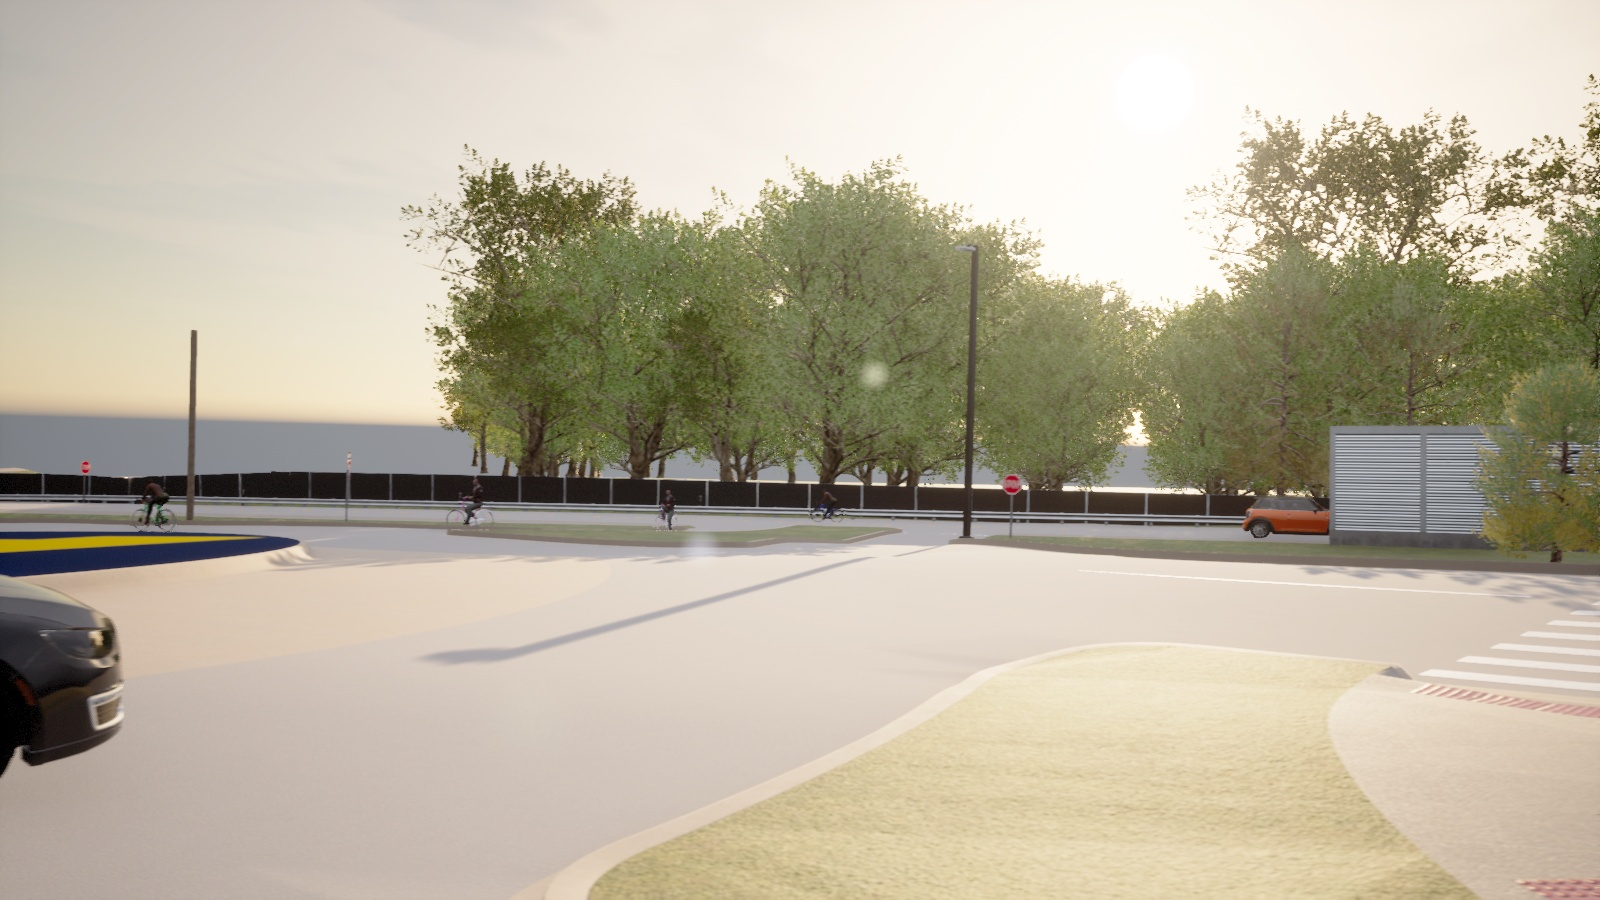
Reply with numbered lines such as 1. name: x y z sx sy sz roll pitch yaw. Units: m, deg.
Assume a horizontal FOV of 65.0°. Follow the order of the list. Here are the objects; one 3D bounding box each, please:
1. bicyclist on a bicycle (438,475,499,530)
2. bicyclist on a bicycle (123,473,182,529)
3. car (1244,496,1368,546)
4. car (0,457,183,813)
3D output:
1. bicyclist on a bicycle: -11.058 1.756 41.963 0.659 1.776 1.843 0 -3 41
2. bicyclist on a bicycle: -19.675 1.532 38.135 1.656 1.620 0.582 1 1 18
3. car: 20.325 2.839 50.662 4.553 1.767 2.097 1 0 19
4. car: -5.328 0.761 4.859 1.837 1.490 4.892 3 0 43
